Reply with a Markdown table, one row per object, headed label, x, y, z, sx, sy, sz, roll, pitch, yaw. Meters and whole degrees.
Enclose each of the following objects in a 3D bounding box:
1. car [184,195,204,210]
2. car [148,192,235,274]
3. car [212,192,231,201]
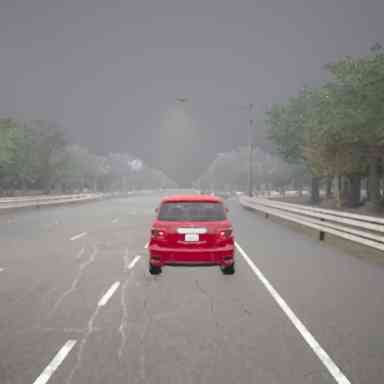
| label | x | y | z | sx | sy | sz | roll | pitch | yaw |
| --- | --- | --- | --- | --- | --- | --- | --- | --- | --- |
| car | 0.316 | 1.072 | 36.149 | 1.812 | 1.442 | 4.674 | 0 | 1 | 4 |
| car | -0.004 | 1.090 | 10.204 | 2.150 | 2.045 | 5.566 | 0 | 1 | 0 |
| car | 5.414 | 0.735 | 59.676 | 2.128 | 1.511 | 4.902 | 0 | 1 | 21 |
